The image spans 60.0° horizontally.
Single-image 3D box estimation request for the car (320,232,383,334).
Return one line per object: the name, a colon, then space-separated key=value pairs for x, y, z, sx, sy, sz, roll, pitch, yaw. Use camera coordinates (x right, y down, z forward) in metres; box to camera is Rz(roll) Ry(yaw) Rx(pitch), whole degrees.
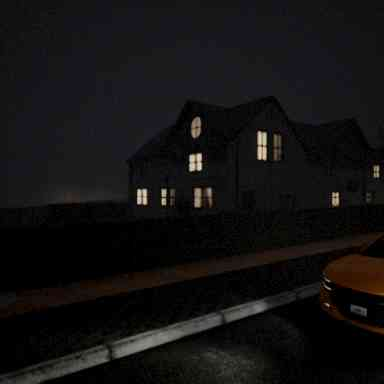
car: x=4.433 y=1.413 z=6.291 sx=5.008 sy=1.535 sz=1.882 roll=-1 pitch=0 yaw=-36
